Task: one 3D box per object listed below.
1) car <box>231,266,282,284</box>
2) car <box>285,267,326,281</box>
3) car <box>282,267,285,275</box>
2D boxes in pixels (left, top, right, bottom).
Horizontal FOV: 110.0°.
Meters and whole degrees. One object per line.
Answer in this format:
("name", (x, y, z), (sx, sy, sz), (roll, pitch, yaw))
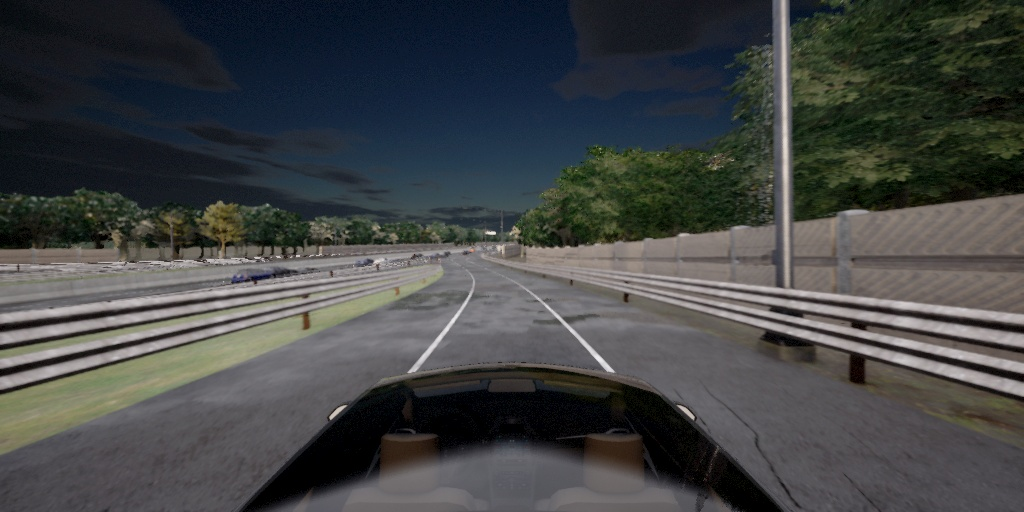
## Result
("car", (-29.726, 2.180, 41.499), (2.097, 1.767, 4.553), (0, 3, 9))
("car", (-25.593, 2.140, 45.181), (1.837, 1.490, 4.892), (0, 3, 9))
("car", (-32.104, 2.088, 48.794), (2.033, 1.411, 5.357), (0, 3, 9))
